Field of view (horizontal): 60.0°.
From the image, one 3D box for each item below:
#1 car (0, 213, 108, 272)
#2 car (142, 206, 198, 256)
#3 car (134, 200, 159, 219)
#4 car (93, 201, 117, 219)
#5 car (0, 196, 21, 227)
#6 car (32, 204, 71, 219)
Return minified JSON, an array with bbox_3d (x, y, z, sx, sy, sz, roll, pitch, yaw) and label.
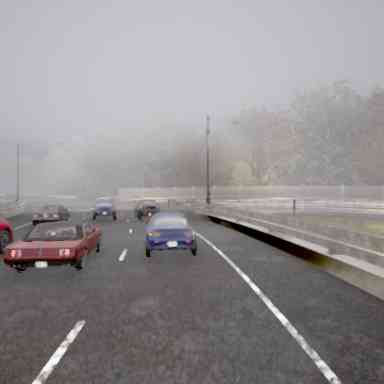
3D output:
[{"bbox_3d":[-4.143,1.605,10.859,1.895,1.301,4.718,0,0,-6],"label":"car"},{"bbox_3d":[-0.890,1.512,13.041,1.812,1.442,4.674,0,0,-7],"label":"car"},{"bbox_3d":[-3.845,1.485,28.480,1.837,1.490,4.892,0,1,-14],"label":"car"},{"bbox_3d":[-7.505,1.520,28.700,1.812,1.442,4.674,0,0,-14],"label":"car"},{"bbox_3d":[-7.563,1.234,10.105,2.150,2.045,5.566,0,-1,-6],"label":"car"},{"bbox_3d":[-9.799,1.560,23.464,2.033,1.411,5.357,0,0,-13],"label":"car"}]
